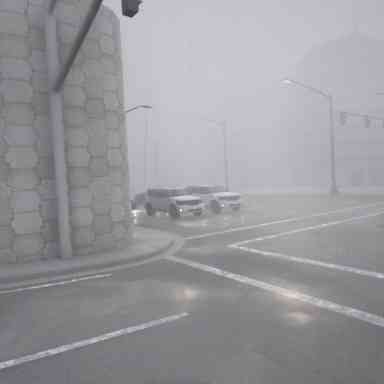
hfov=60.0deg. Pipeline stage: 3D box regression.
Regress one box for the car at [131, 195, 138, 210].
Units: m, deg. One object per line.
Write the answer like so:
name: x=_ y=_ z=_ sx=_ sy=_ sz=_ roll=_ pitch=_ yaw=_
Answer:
car: x=-6.850 y=0.997 z=31.344 sx=1.994 sy=1.385 sz=4.181 roll=-5 pitch=3 yaw=-35

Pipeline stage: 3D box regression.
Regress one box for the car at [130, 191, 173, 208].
car: x=-4.201 y=0.688 z=33.643 sx=2.128 sy=1.511 sz=4.902 roll=-5 pitch=3 yaw=-35

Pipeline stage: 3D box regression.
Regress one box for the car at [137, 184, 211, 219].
car: x=-1.428 y=0.658 z=23.644 sx=2.150 sy=2.045 sz=5.566 roll=-5 pitch=3 yaw=-35

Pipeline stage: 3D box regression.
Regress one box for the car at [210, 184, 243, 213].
car: x=1.417 y=0.421 z=25.669 sx=2.150 sy=2.045 sz=5.566 roll=-5 pitch=3 yaw=-35
